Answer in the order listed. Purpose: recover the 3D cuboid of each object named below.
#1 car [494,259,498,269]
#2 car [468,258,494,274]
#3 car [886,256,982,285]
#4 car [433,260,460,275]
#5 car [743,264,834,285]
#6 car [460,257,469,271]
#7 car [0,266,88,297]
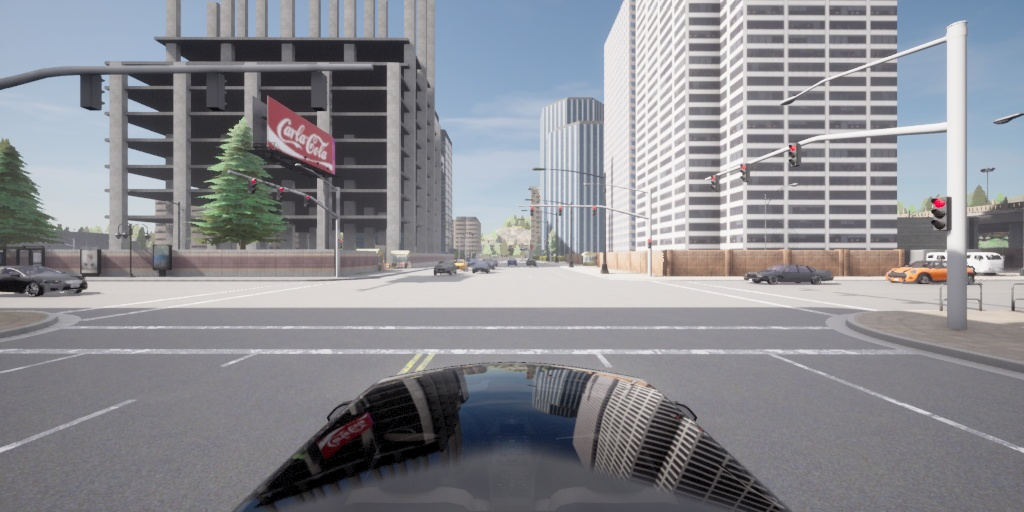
[{"bbox_3d":[-3.568,1.102,52.374,2.097,1.767,4.553,0,0,0],"label":"car"},{"bbox_3d":[-3.576,1.297,42.317,2.033,1.411,5.357,0,0,0],"label":"car"},{"bbox_3d":[29.656,1.103,25.558,4.553,1.767,2.097,0,0,1],"label":"car"},{"bbox_3d":[-7.079,1.255,38.321,1.837,1.490,4.892,0,0,0],"label":"car"},{"bbox_3d":[19.647,1.297,25.537,5.357,1.411,2.033,0,0,0],"label":"car"},{"bbox_3d":[-7.077,1.228,47.884,1.882,1.535,5.008,0,0,0],"label":"car"},{"bbox_3d":[-24.548,1.241,18.121,4.902,1.511,2.128,0,0,0],"label":"car"}]
